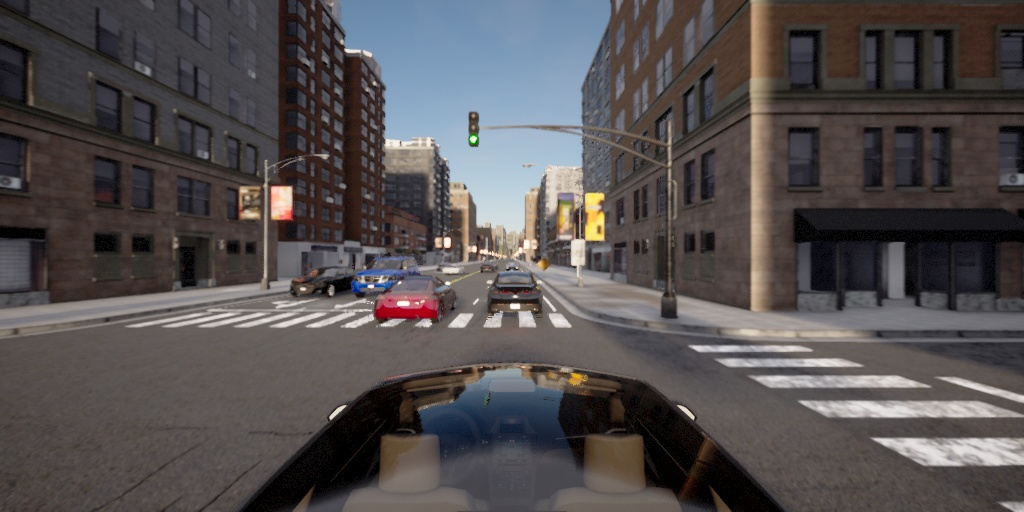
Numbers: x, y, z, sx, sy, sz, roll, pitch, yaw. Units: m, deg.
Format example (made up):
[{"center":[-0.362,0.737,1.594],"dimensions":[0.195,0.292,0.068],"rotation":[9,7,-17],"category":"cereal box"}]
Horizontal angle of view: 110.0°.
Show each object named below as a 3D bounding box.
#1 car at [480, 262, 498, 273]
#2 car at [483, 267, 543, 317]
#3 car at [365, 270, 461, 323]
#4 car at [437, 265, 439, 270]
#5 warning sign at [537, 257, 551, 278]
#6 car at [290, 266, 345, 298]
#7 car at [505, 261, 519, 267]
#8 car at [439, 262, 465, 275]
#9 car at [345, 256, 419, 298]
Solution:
[{"center":[-3.260,1.497,48.616],"dimensions":[1.837,1.490,4.892],"rotation":[0,0,0],"category":"car"},{"center":[0.098,1.313,13.399],"dimensions":[1.837,1.490,4.892],"rotation":[0,0,0],"category":"car"},{"center":[-3.153,1.360,12.408],"dimensions":[1.994,1.385,4.181],"rotation":[0,0,0],"category":"car"},{"center":[-9.765,1.556,53.300],"dimensions":[2.033,1.411,5.357],"rotation":[0,0,0],"category":"car"},{"center":[2.844,1.024,31.987],"dimensions":[1.300,1.860,1.060],"rotation":[0,0,0],"category":"warning sign"},{"center":[-9.850,1.301,19.400],"dimensions":[1.882,1.535,5.008],"rotation":[0,0,0],"category":"car"},{"center":[-0.010,1.600,49.063],"dimensions":[1.895,1.301,4.718],"rotation":[0,0,0],"category":"car"},{"center":[-6.590,1.544,40.745],"dimensions":[1.895,1.301,4.718],"rotation":[0,0,0],"category":"car"},{"center":[-6.589,1.044,19.486],"dimensions":[2.150,2.045,5.566],"rotation":[0,1,0],"category":"car"}]
